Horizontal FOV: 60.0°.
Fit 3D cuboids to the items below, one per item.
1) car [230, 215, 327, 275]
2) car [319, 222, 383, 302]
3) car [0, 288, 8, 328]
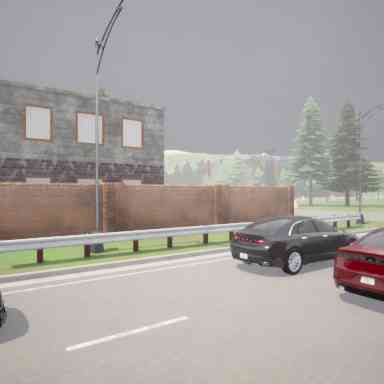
[{"bbox_3d":[3.400,1.505,10.515,4.892,1.490,1.837,0,0,-35],"label":"car"},{"bbox_3d":[5.258,1.478,7.543,5.008,1.535,1.882,0,0,-35],"label":"car"},{"bbox_3d":[-4.919,1.563,4.537,4.181,1.385,1.994,0,0,-36],"label":"car"}]
